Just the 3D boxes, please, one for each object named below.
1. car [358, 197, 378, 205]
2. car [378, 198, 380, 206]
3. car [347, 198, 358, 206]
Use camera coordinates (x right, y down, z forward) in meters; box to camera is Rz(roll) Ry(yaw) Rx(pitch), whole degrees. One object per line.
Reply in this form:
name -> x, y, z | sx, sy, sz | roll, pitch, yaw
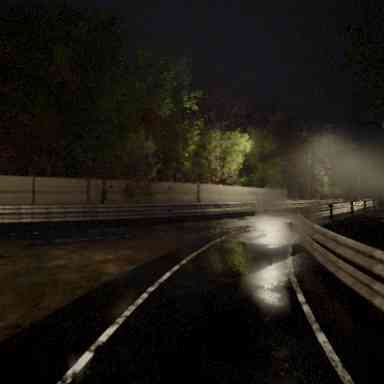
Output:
car -> 32.648, 1.925, 61.507 | 1.895, 1.301, 4.718 | 1, 0, 35
car -> 38.269, 1.932, 69.661 | 2.097, 1.767, 4.553 | 1, -1, 35
car -> 32.610, 1.958, 67.178 | 1.837, 1.490, 4.892 | 1, 0, 35
